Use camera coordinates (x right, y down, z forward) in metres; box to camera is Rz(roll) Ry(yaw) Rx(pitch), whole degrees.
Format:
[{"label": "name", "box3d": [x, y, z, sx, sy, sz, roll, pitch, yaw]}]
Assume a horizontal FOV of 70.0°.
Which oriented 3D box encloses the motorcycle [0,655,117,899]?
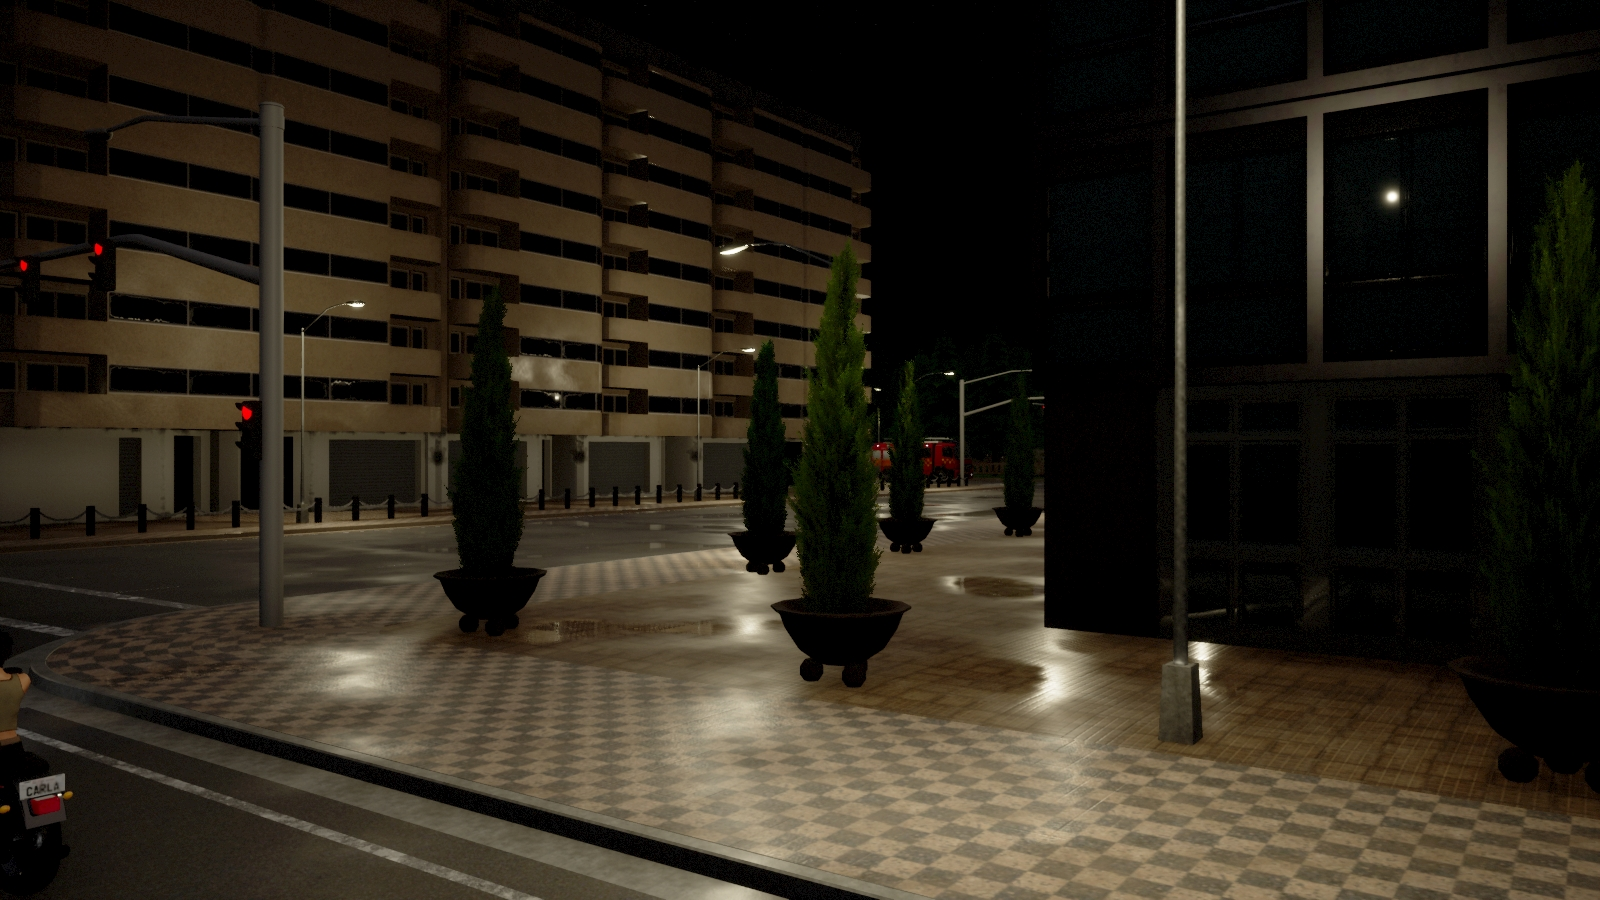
[{"label": "motorcycle", "box3d": [-5.562, 2.151, 7.682, 2.356, 1.307, 0.764, 0, 0, 35]}]
